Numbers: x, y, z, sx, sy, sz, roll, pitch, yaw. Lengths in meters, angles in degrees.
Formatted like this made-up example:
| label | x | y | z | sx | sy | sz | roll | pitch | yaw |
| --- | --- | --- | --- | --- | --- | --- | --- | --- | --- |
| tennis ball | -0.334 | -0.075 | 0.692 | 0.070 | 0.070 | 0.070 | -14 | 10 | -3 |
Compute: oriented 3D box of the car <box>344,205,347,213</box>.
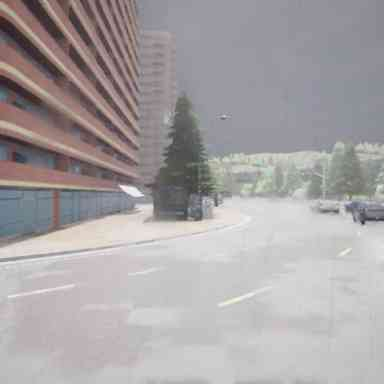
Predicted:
| label | x | y | z | sx | sy | sz | roll | pitch | yaw |
| --- | --- | --- | --- | --- | --- | --- | --- | --- | --- |
| car | 18.585 | 1.657 | 36.747 | 1.882 | 1.535 | 5.008 | 0 | 0 | 3 |

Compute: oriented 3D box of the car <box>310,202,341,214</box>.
| label | x | y | z | sx | sy | sz | roll | pitch | yaw |
| --- | --- | --- | --- | --- | --- | --- | --- | --- | --- |
| car | 15.170 | 1.810 | 38.165 | 1.895 | 1.301 | 4.718 | 0 | 0 | 2 |

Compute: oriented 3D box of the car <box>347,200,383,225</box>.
| label | x | y | z | sx | sy | sz | roll | pitch | yaw |
| --- | --- | --- | --- | --- | --- | --- | --- | --- | --- |
| car | 13.446 | 1.609 | 25.115 | 2.128 | 1.511 | 4.902 | 0 | -1 | 17 |
